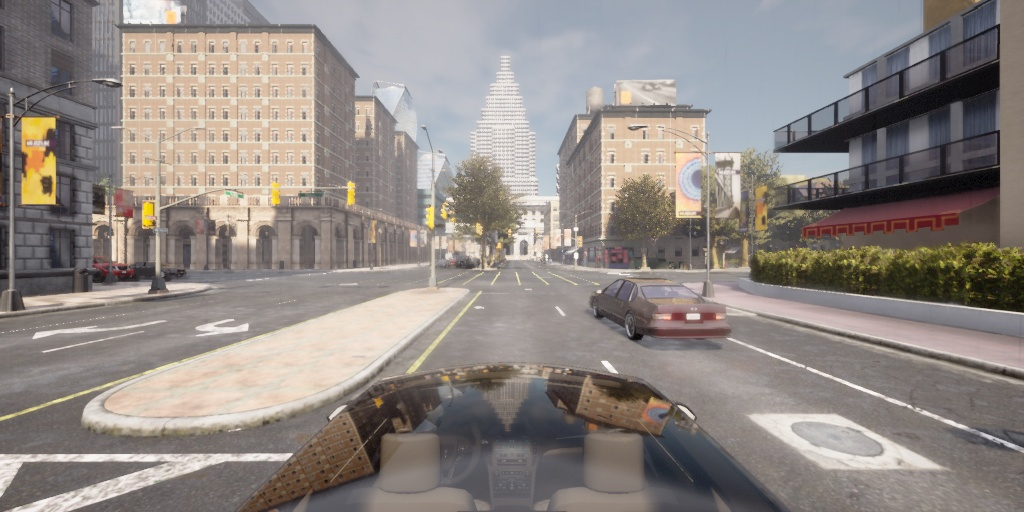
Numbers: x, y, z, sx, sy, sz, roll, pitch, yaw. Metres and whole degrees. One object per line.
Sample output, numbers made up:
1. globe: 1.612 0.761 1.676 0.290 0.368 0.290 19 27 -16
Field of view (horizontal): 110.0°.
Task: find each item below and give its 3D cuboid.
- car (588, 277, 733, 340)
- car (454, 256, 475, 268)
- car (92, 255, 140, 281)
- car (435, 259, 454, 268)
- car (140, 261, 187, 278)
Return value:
1. car: 3.633 1.298 9.914 2.033 1.411 5.357 0 0 -3
2. car: -8.066 0.975 60.723 2.150 2.045 5.566 0 0 0
3. car: -34.650 0.973 29.462 5.566 2.045 2.150 0 0 0
4. car: -11.562 1.301 60.099 2.033 1.411 5.357 0 0 0
5. car: -32.851 1.257 32.990 4.892 1.490 1.837 0 0 0
